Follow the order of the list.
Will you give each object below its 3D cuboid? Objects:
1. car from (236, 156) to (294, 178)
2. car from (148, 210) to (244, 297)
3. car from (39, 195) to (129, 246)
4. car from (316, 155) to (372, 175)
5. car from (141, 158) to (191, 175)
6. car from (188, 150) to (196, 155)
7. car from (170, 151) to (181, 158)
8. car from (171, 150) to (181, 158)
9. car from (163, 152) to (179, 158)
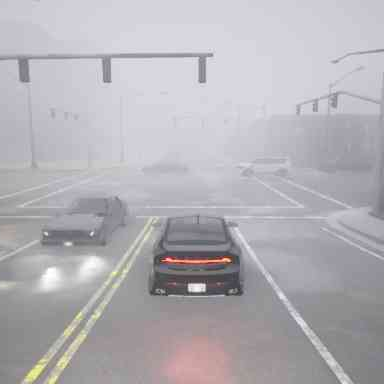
[{"bbox_3d":[7.150,-2.471,32.813,5.566,2.045,2.150,0,9,0],"label":"car"},{"bbox_3d":[0.079,1.201,8.008,1.837,1.490,4.892,0,4,0],"label":"car"},{"bbox_3d":[-3.620,0.866,12.325,2.033,1.411,5.357,0,6,0],"label":"car"},{"bbox_3d":[16.579,-3.001,36.236,5.566,2.045,2.150,0,9,0],"label":"car"},{"bbox_3d":[-2.820,-2.687,36.364,5.357,1.411,2.033,0,9,0],"label":"car"},{"bbox_3d":[0.080,-10.073,84.388,1.994,1.385,4.181,0,9,0],"label":"car"},{"bbox_3d":[-3.510,-6.645,60.803,2.097,1.767,4.553,0,9,0],"label":"car"},{"bbox_3d":[-3.433,-8.084,70.981,1.882,1.535,5.008,0,9,0],"label":"car"},{"bbox_3d":[-3.549,-4.889,50.673,2.033,1.411,5.357,0,9,0],"label":"car"}]
